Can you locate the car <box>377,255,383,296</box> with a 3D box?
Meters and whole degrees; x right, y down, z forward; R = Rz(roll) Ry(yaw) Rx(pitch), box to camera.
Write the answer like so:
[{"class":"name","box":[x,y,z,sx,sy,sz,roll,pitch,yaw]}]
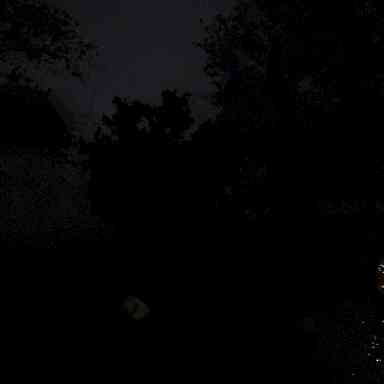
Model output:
[{"class":"car","box":[6.030,1.488,7.380,5.008,1.535,1.882,0,0,-36]}]
